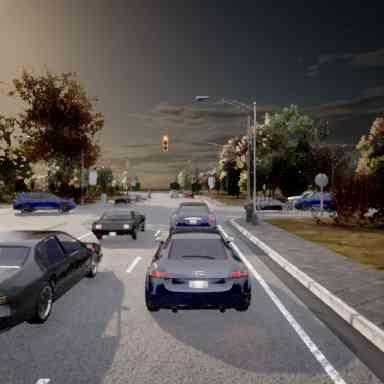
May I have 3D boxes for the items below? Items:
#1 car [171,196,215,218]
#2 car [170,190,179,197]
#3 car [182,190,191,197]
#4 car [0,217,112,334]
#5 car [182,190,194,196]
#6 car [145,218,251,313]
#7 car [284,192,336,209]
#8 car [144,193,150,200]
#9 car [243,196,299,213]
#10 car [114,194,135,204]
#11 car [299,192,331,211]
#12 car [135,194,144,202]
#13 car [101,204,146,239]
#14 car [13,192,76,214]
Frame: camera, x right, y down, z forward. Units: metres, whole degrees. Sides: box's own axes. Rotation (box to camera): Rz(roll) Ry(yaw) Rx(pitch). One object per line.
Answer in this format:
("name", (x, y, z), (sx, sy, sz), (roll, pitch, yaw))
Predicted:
("car", (0.049, 1.272, 16.345), (2.097, 1.767, 4.553), (0, 0, 0))
("car", (-4.293, 0.890, 84.112), (1.994, 1.385, 4.181), (0, 1, -4))
("car", (-1.559, 0.396, 94.080), (2.097, 1.767, 4.553), (0, 1, -7))
("car", (-3.414, 1.528, 7.024), (2.033, 1.411, 5.357), (0, 0, -1))
("car", (-0.746, 0.569, 83.432), (2.150, 2.045, 5.566), (0, 1, -4))
("car", (0.084, 1.541, 7.712), (1.994, 1.385, 4.181), (0, 0, -1))
("car", (14.438, 0.970, 40.930), (5.566, 2.045, 2.150), (0, 0, -3))
("car", (-10.820, 1.098, 71.219), (1.895, 1.301, 4.718), (0, 1, -1))
("car", (7.636, 1.293, 33.316), (4.902, 1.511, 2.128), (0, 0, -3))
("car", (-10.772, 1.271, 52.161), (1.895, 1.301, 4.718), (0, 0, 0))
("car", (14.033, 0.995, 37.407), (5.566, 2.045, 2.150), (0, 0, -3))
("car", (-10.780, 1.091, 61.263), (2.128, 1.511, 4.902), (0, 0, 0))
("car", (-3.471, 1.518, 16.669), (1.895, 1.301, 4.718), (0, 0, -1))
("car", (-14.418, 1.029, 32.691), (5.566, 2.045, 2.150), (0, 1, -13))
